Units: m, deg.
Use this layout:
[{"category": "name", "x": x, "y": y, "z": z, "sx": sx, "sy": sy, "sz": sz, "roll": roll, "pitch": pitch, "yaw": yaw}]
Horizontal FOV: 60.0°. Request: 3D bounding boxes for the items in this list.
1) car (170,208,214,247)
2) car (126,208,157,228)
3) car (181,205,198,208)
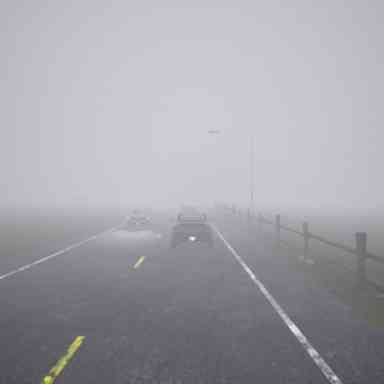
[{"category": "car", "x": -0.004, "y": 1.723, "z": 16.259, "sx": 1.837, "sy": 1.490, "sz": 4.892, "roll": 0, "pitch": -1, "yaw": -1}, {"category": "car", "x": -3.808, "y": 1.940, "z": 25.495, "sx": 1.895, "sy": 1.301, "sz": 4.718, "roll": 0, "pitch": -1, "yaw": -1}, {"category": "car", "x": -0.261, "y": 2.086, "z": 36.898, "sx": 1.895, "sy": 1.301, "sz": 4.718, "roll": 0, "pitch": -1, "yaw": -1}]
